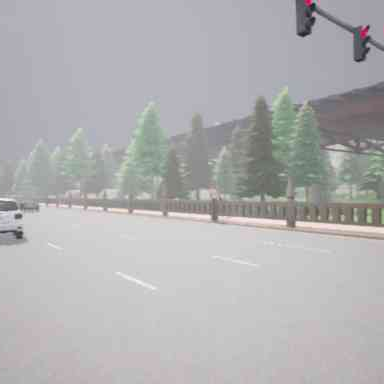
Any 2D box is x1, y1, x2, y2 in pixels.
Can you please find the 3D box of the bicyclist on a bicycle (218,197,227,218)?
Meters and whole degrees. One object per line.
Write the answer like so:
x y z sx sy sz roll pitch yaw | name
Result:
2.254 1.176 25.158 1.656 1.620 0.582 -2 0 -38 | bicyclist on a bicycle

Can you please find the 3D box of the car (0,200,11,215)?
-22.881 1.787 39.297 1.882 1.535 5.008 -1 0 -38 | car

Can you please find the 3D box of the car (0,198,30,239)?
-10.416 1.364 17.412 2.150 2.045 5.566 -1 0 -38 | car

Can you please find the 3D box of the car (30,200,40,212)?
-20.701 1.750 42.102 2.128 1.511 4.902 -1 0 -38 | car

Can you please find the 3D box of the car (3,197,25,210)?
-26.810 1.702 49.962 2.097 1.767 4.553 -1 0 -38 | car
